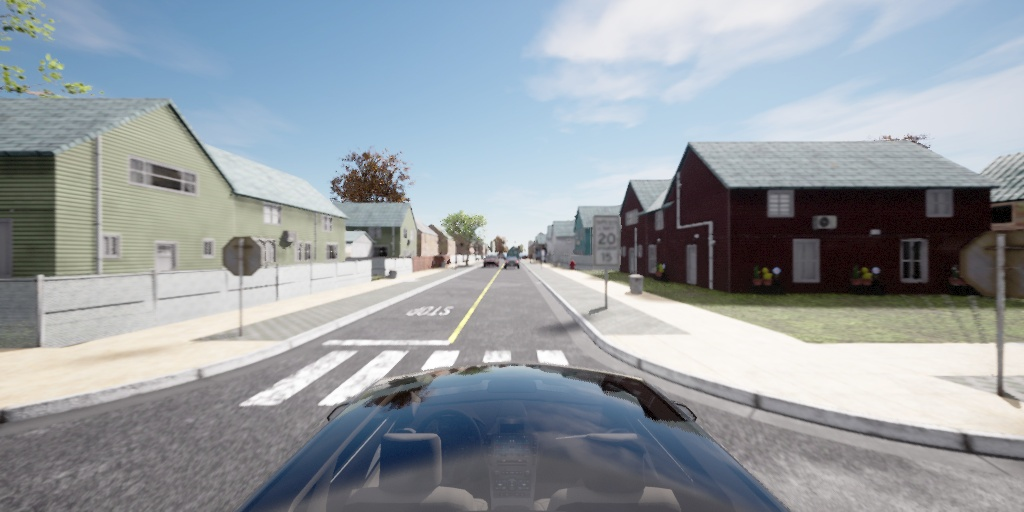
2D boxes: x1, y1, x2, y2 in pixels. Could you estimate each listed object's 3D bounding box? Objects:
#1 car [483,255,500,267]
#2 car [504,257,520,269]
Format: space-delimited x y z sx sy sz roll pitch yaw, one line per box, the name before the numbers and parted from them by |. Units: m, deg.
car | -2.739 0.600 48.169 2.097 1.767 4.553 0 0 0
car | 0.009 0.804 43.553 1.812 1.442 4.674 0 0 0
